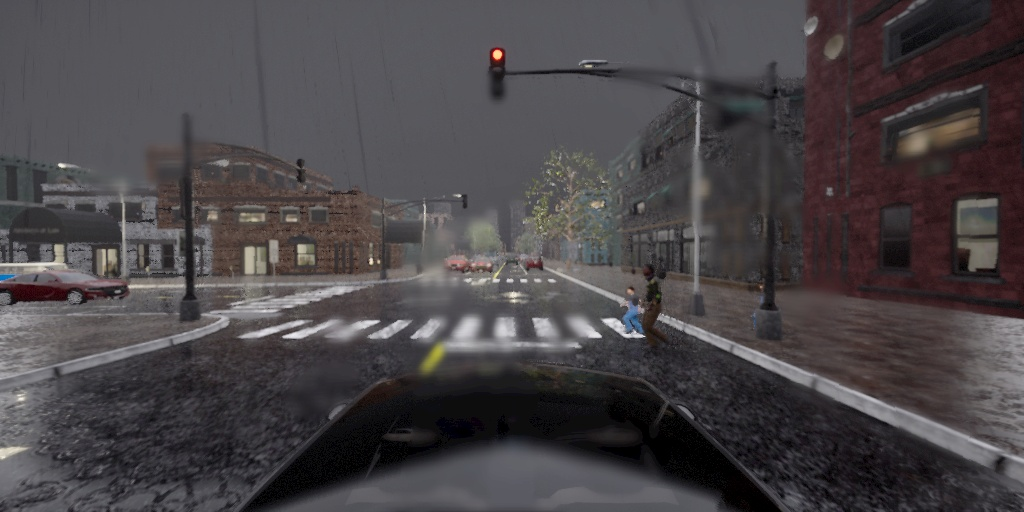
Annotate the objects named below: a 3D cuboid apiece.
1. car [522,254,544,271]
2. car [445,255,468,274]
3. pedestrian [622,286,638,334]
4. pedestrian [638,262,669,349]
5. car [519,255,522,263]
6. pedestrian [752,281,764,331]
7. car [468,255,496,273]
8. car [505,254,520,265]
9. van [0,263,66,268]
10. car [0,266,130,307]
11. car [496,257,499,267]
[{"bbox_3d":[2.691,0.810,43.260,2.192,1.841,5.009,0,0,0],"label":"car"},{"bbox_3d":[-5.689,0.844,37.715,2.192,1.841,5.009,0,0,0],"label":"car"},{"bbox_3d":[3.005,1.281,8.802,0.375,1.300,0.375,-1,1,0],"label":"pedestrian"},{"bbox_3d":[2.928,1.009,7.447,0.375,1.860,0.375,-1,1,0],"label":"pedestrian"},{"bbox_3d":[2.689,0.943,59.892,2.007,1.370,4.403,0,0,0],"label":"car"},{"bbox_3d":[5.953,1.131,8.323,0.375,1.300,0.375,-1,1,0],"label":"pedestrian"},{"bbox_3d":[-3.092,0.881,37.898,2.097,1.767,4.553,0,0,0],"label":"car"},{"bbox_3d":[-0.006,0.593,63.311,2.150,2.045,5.566,0,0,0],"label":"car"},{"bbox_3d":[-30.298,1.335,22.398,3.998,1.789,1.690,0,0,-1],"label":"van"},{"bbox_3d":[-20.895,1.426,16.700,5.008,1.535,1.882,-1,1,-1],"label":"car"},{"bbox_3d":[-3.057,0.908,56.053,2.128,1.511,4.902,0,0,1],"label":"car"}]
